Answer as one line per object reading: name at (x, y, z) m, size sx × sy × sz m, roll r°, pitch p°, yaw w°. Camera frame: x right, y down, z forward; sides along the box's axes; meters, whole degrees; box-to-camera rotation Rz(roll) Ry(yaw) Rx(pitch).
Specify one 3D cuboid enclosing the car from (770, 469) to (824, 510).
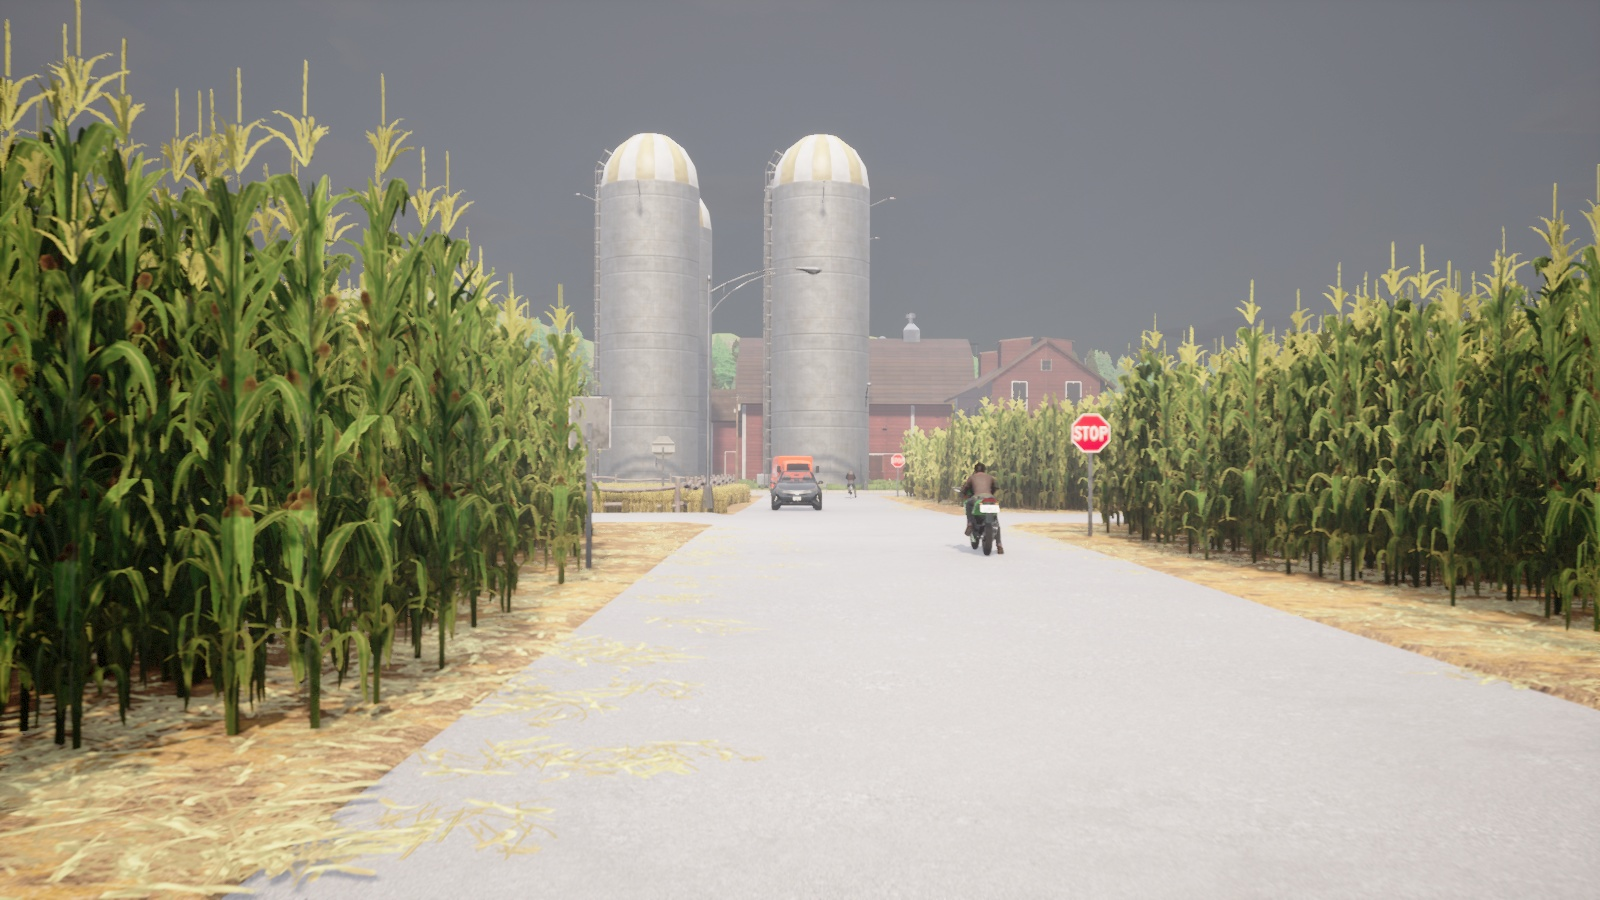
car at (-0.113, 1.508, 48.614) m, size 2.007 × 1.525 × 4.514 m, roll 0°, pitch -1°, yaw 0°

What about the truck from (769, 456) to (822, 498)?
truck at (-0.342, 1.608, 76.024) m, size 2.627 × 2.467 × 5.204 m, roll 0°, pitch -1°, yaw -7°

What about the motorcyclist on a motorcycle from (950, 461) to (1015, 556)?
motorcyclist on a motorcycle at (3.050, 0.948, 21.187) m, size 0.797 × 1.523 × 2.044 m, roll 0°, pitch -1°, yaw 0°
